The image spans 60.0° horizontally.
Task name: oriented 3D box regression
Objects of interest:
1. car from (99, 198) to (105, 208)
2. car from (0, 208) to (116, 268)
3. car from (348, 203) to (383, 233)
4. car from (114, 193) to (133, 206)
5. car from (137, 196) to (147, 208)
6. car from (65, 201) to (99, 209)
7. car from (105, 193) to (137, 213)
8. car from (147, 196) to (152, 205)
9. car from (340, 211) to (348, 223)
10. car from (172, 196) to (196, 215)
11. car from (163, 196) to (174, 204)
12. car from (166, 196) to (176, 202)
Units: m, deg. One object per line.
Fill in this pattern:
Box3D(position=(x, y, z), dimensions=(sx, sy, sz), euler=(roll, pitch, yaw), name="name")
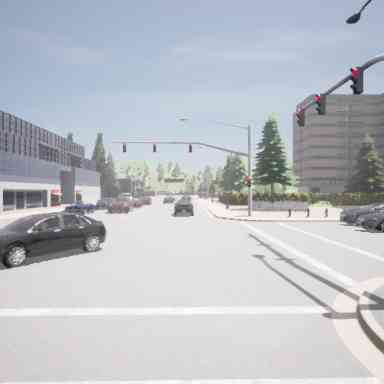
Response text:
Box3D(position=(-11.382, 1.503, 44.137), dimensions=(1.837, 1.490, 4.892), euler=(0, 0, -1), name="car")
Box3D(position=(-5.156, 1.505, 11.492), dimensions=(1.837, 1.490, 4.892), euler=(-2, -1, 32), name="car")
Box3D(position=(11.906, 1.491, 18.789), dimensions=(4.902, 1.511, 2.128), euler=(0, 0, -1), name="car")
Box3D(position=(-11.534, 1.220, 56.659), dimensions=(2.150, 2.045, 5.566), euler=(0, 0, 0), name="car")
Box3D(position=(-7.910, 1.562, 46.622), dimensions=(1.994, 1.385, 4.181), euler=(0, 0, -1), name="car")
Box3D(position=(-11.237, 1.600, 33.692), dimensions=(1.895, 1.301, 4.718), euler=(0, 0, -1), name="car")
Box3D(position=(-7.775, 1.351, 36.765), dimensions=(2.097, 1.767, 4.553), euler=(0, 0, -1), name="car")
Box3D(position=(-8.048, 1.475, 57.284), dimensions=(1.882, 1.535, 5.008), euler=(0, 0, -1), name="car")
Box3D(position=(12.498, 1.487, 22.300), dimensions=(4.902, 1.511, 2.128), euler=(0, 0, -1), name="car")
Box3D(position=(-0.738, 1.503, 33.666), dimensions=(1.837, 1.490, 4.892), euler=(-1, 0, 0), name="car")
Box3D(position=(-4.577, 1.545, 64.694), dimensions=(2.033, 1.411, 5.357), euler=(0, 0, -1), name="car")
Box3D(position=(-4.723, 1.507, 75.330), dimensions=(1.895, 1.301, 4.718), euler=(0, 0, -1), name="car")
